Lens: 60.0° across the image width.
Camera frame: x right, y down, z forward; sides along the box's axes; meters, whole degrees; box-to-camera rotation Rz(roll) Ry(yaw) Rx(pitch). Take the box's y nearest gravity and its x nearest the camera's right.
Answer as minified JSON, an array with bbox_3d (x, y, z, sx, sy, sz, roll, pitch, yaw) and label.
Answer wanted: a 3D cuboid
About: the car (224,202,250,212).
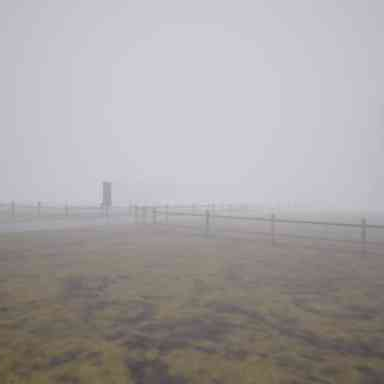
[{"bbox_3d":[6.896,2.258,49.736,2.033,1.411,5.357,0,-2,36],"label":"car"}]
